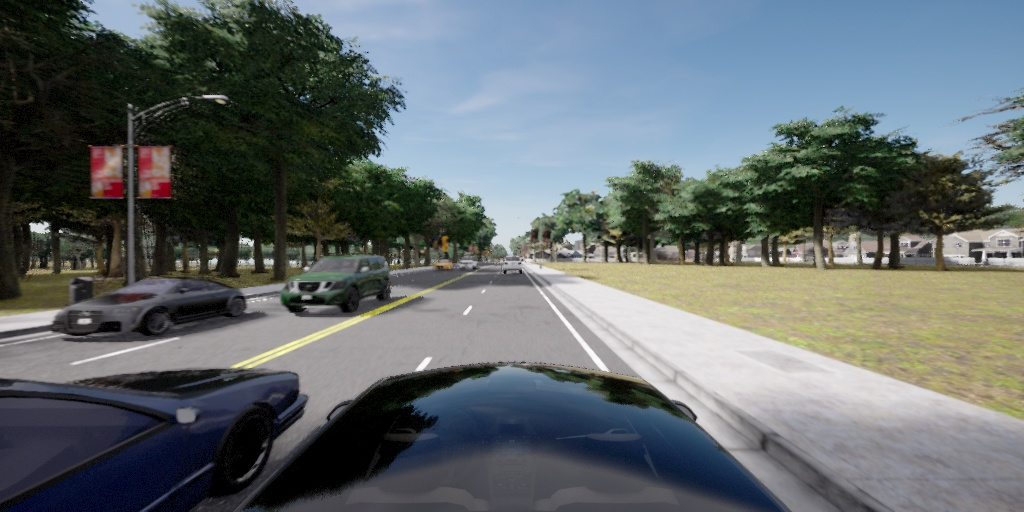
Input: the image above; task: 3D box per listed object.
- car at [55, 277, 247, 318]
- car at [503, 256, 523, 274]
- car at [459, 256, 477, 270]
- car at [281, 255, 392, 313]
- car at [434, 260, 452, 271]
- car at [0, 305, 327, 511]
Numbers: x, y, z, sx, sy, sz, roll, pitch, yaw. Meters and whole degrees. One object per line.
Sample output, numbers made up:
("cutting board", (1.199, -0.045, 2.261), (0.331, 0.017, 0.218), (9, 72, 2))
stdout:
("car", (-9.846, 1.316, 10.249), (1.994, 1.385, 4.181), (0, 0, 0))
("car", (0.113, 1.011, 43.006), (2.150, 2.045, 5.566), (0, 0, 0))
("car", (-6.548, 1.041, 53.882), (2.150, 2.045, 5.566), (0, 0, 0))
("car", (-6.595, 0.975, 14.288), (2.150, 2.045, 5.566), (0, 0, 0))
("car", (-9.803, 1.290, 51.443), (1.882, 1.535, 5.008), (0, 0, 0))
("car", (-3.149, 1.298, 1.432), (2.033, 1.411, 5.357), (0, 0, 0))
